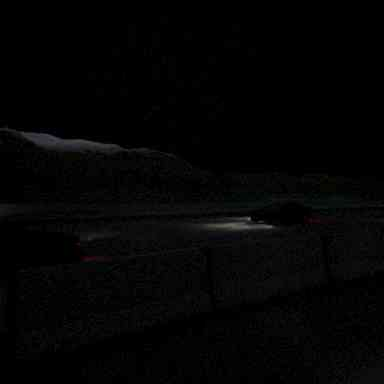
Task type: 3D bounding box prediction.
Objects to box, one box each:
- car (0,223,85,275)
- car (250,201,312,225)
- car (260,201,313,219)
[{"bbox_3d":[-5.605,1.526,8.519,5.357,1.411,2.033,0,0,-35],"label":"car"},{"bbox_3d":[6.514,1.462,24.198,5.008,1.535,1.882,0,0,-29],"label":"car"},{"bbox_3d":[8.278,1.546,29.118,4.181,1.385,1.994,0,0,-28],"label":"car"}]
